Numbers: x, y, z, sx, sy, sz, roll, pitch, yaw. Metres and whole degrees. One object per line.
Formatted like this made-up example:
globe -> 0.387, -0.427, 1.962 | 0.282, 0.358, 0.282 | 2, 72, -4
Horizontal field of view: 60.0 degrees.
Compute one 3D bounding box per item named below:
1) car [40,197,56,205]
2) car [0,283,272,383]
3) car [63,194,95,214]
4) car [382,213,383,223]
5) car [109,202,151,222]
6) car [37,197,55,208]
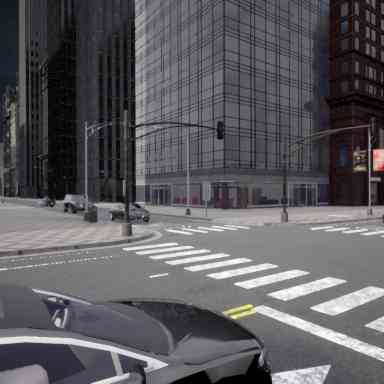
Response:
car -> -27.607, 1.651, 63.487 | 1.837, 1.490, 4.892 | 0, 0, -35
car -> -1.475, 1.491, 2.386 | 4.902, 1.511, 2.128 | 0, 0, -36
car -> -12.568, 1.293, 36.745 | 2.150, 2.045, 5.566 | 0, 1, -36
car -> 14.773, 1.357, 22.374 | 4.553, 1.767, 2.097 | 0, 0, -36
car -> -4.972, 1.555, 26.041 | 1.837, 1.490, 4.892 | 0, 0, -35
car -> -22.253, 1.686, 50.508 | 1.994, 1.385, 4.181 | 0, 0, -35
